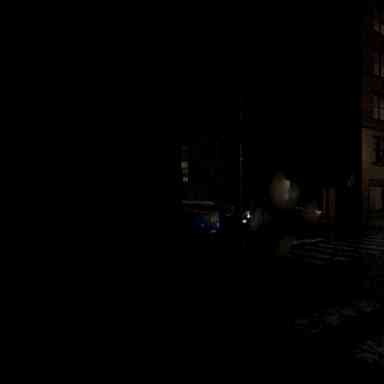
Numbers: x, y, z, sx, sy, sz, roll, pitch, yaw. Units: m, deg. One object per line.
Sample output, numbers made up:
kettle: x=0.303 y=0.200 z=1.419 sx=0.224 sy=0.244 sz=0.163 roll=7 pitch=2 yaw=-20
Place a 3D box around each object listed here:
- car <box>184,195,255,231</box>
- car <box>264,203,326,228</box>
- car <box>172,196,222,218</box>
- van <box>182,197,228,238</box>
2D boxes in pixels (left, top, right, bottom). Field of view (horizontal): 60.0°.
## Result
car: x=1.310 y=1.215 z=20.167 sx=2.150 sy=2.045 sz=5.566 roll=0 pitch=0 yaw=-33
car: x=6.771 y=1.423 z=22.388 sx=1.967 sy=1.590 sz=4.097 roll=0 pitch=0 yaw=-35
car: x=0.357 y=1.291 z=31.533 sx=2.192 sy=1.841 sz=5.009 roll=0 pitch=0 yaw=-35
van: x=-0.199 y=1.340 z=17.478 sx=1.690 sy=1.788 sz=3.998 roll=0 pitch=0 yaw=-35
